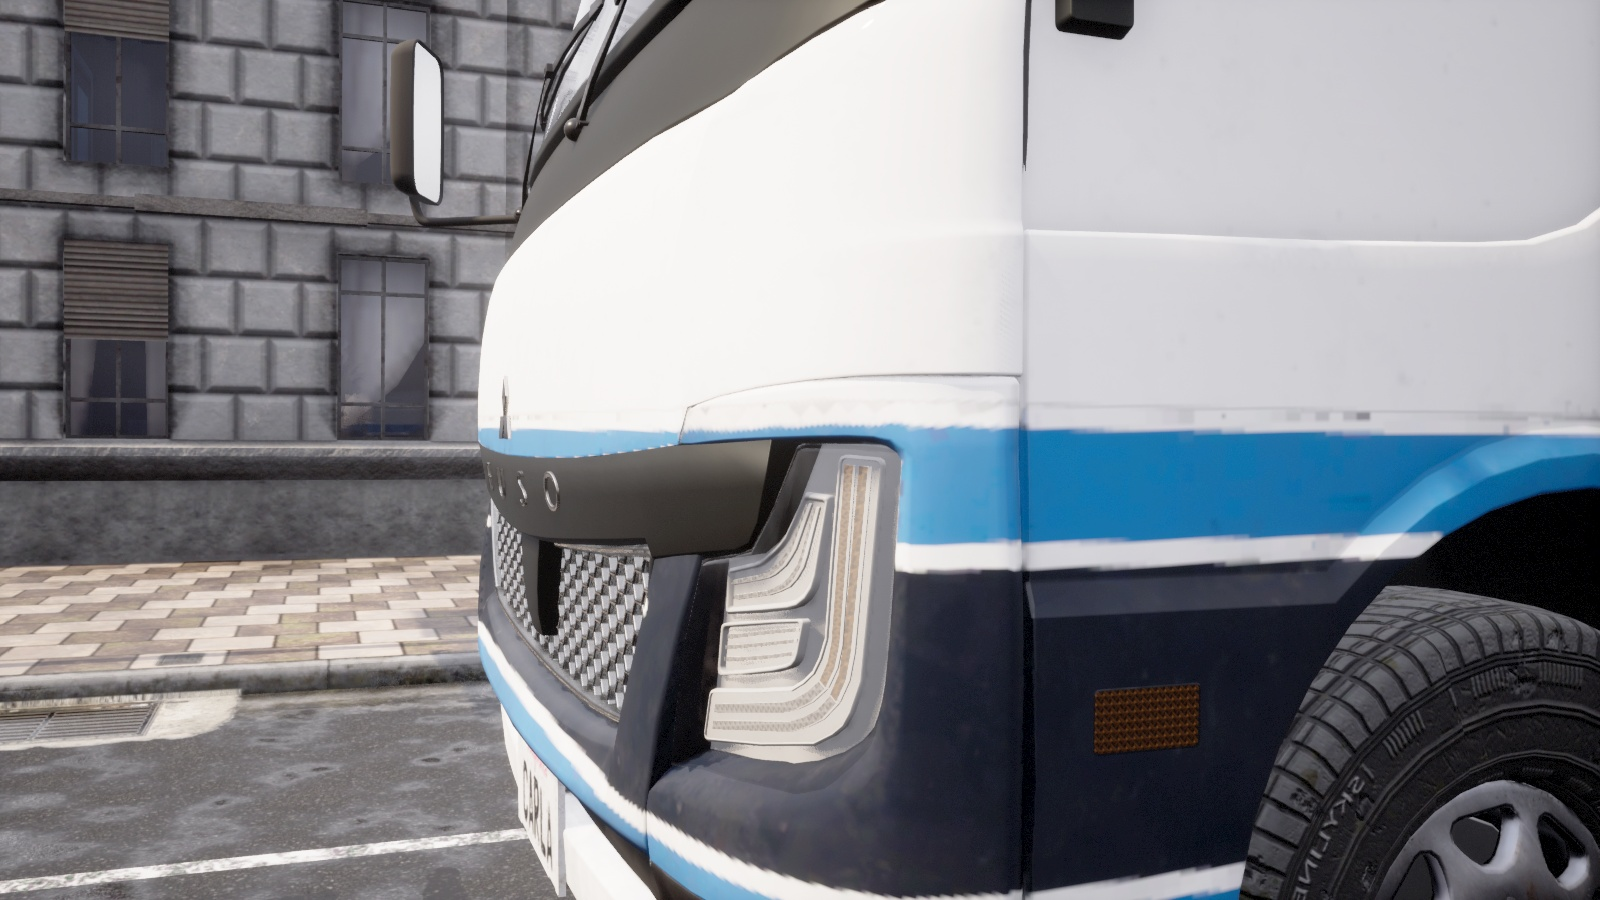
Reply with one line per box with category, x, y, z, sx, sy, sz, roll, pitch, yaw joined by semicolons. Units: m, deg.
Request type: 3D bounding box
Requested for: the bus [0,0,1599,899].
bus;3.496;-0.691;4.578;10.273;4.253;3.944;-1;1;-21
